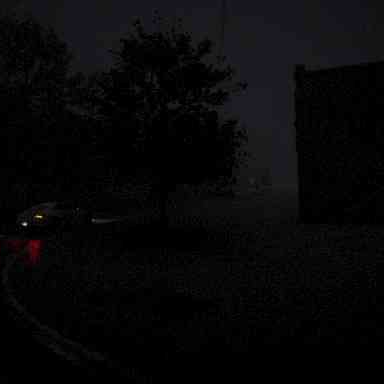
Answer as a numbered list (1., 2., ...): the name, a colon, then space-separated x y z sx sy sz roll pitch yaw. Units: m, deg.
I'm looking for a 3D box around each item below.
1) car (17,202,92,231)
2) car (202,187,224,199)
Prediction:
1. car: -7.460 1.267 18.428 1.812 1.442 4.674 -2 1 17
2. car: 2.945 0.051 45.393 1.882 1.535 5.008 -2 2 21
